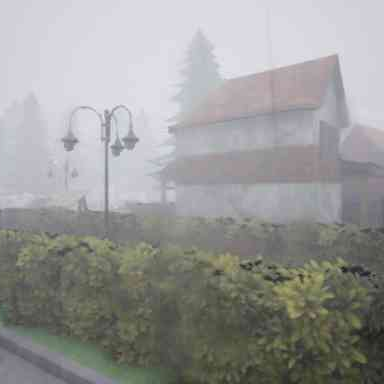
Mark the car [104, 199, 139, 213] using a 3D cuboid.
[{"bbox_3d":[-7.588,1.602,37.248,2.097,1.767,4.553,0,0,37],"label":"car"}]

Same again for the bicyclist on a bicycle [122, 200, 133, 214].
[{"bbox_3d":[-5.314,1.528,27.719,1.656,1.620,0.582,-1,0,36],"label":"bicyclist on a bicycle"}]

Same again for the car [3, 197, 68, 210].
[{"bbox_3d":[-13.550,1.472,29.051,2.150,2.045,5.566,0,0,36],"label":"car"}]
